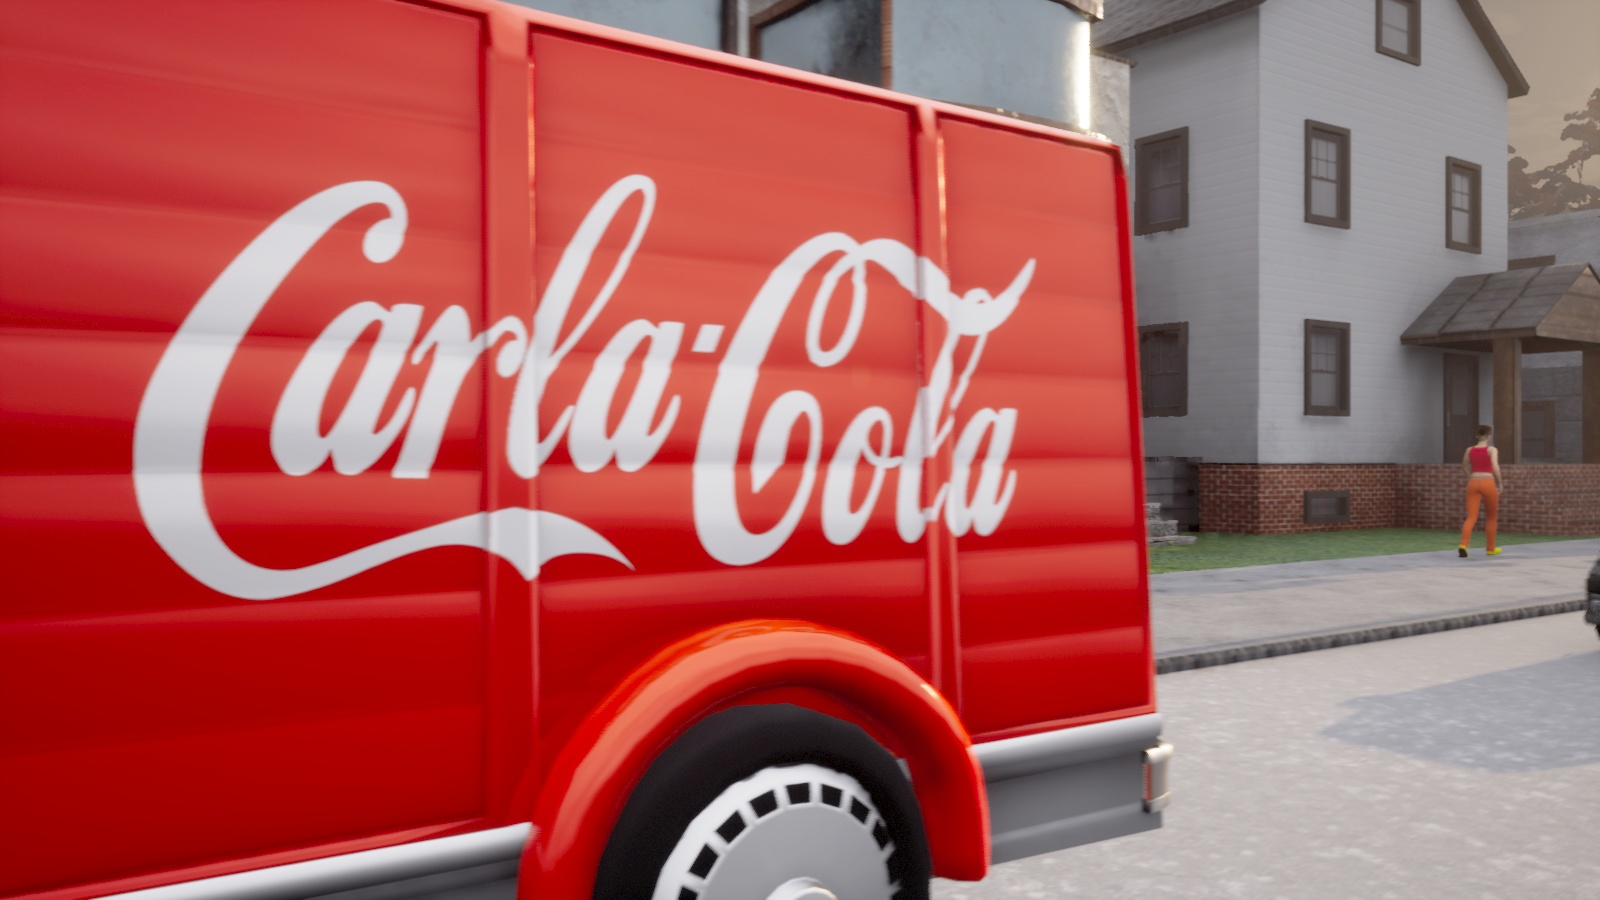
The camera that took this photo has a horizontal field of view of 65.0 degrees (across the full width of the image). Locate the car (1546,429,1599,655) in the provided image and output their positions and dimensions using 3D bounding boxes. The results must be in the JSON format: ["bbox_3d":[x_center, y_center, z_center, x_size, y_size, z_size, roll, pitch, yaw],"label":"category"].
[{"bbox_3d":[7.685,0.660,9.679,3.988,1.617,1.851,0,0,-35],"label":"car"}]

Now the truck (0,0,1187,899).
[{"bbox_3d":[-1.838,0.266,2.985,5.204,2.467,2.627,0,0,-35],"label":"truck"}]

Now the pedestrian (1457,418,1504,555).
[{"bbox_3d":[9.319,0.491,17.192,0.594,1.836,0.345,0,0,-37],"label":"pedestrian"}]
